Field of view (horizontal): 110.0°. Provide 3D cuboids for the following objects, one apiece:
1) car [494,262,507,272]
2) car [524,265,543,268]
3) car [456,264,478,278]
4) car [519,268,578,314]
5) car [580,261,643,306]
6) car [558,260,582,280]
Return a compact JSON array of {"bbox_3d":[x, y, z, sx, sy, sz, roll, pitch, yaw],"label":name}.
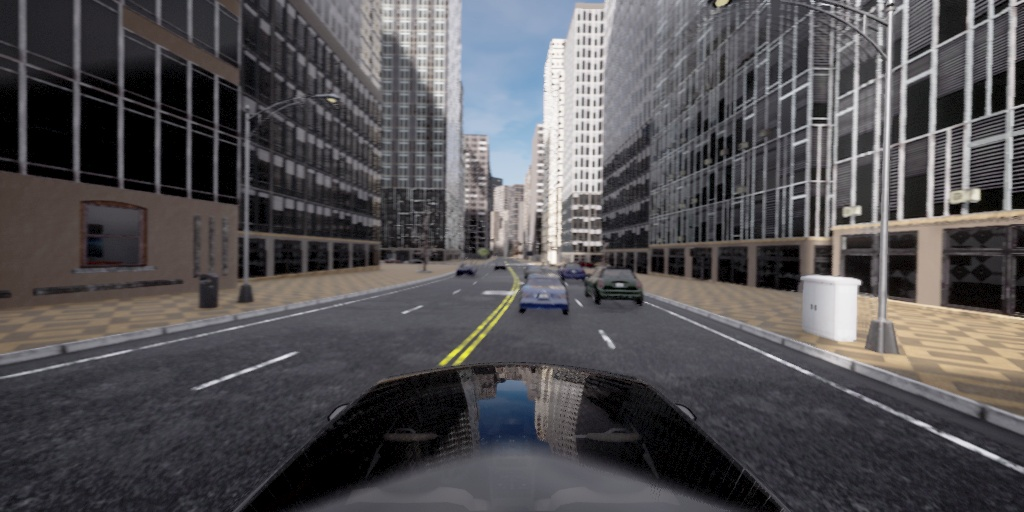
[{"bbox_3d":[-1.730,1.619,53.740,1.895,1.301,4.718,1,0,-1],"label":"car"},{"bbox_3d":[2.077,1.535,33.748,1.994,1.385,4.181,1,0,0],"label":"car"},{"bbox_3d":[-4.581,1.485,36.670,1.895,1.301,4.718,1,0,-1],"label":"car"},{"bbox_3d":[1.283,1.397,14.450,2.033,1.411,5.357,1,0,5],"label":"car"},{"bbox_3d":[4.763,1.277,17.388,2.097,1.767,4.553,1,0,4],"label":"car"},{"bbox_3d":[5.317,1.368,32.799,2.097,1.767,4.553,1,0,1],"label":"car"}]
